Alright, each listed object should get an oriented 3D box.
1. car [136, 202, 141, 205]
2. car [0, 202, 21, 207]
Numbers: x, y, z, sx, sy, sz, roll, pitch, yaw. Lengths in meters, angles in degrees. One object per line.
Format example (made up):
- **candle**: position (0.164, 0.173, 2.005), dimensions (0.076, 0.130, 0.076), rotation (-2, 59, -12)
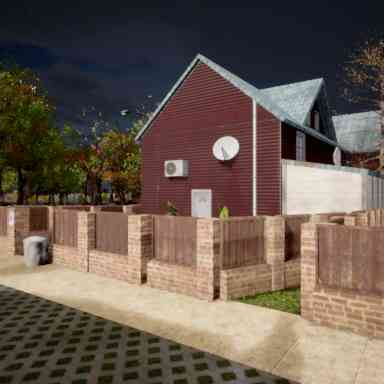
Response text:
- **car**: position (-4.723, 1.462, 39.369), dimensions (2.097, 1.767, 4.553), rotation (0, 0, 35)
- **car**: position (-14.849, 1.555, 25.080), dimensions (1.837, 1.490, 4.892), rotation (0, 0, 35)
